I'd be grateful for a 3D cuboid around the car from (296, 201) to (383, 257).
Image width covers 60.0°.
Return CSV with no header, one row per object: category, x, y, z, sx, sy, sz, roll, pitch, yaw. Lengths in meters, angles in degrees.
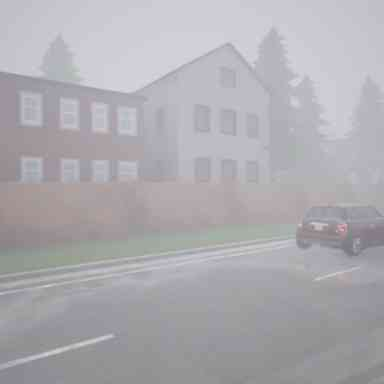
car,6.007,1.198,12.440,4.553,1.767,2.097,-1,0,-35
